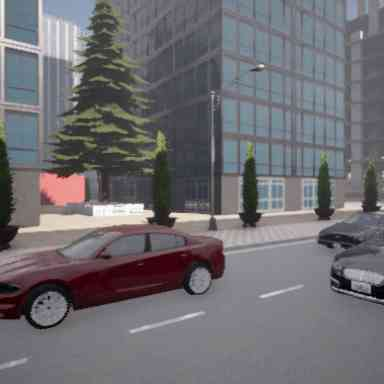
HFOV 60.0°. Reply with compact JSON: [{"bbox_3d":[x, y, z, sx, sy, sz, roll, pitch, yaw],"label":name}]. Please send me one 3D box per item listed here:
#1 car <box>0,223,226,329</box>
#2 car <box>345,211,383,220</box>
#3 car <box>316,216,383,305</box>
[{"bbox_3d":[-1.537,1.468,7.112,5.008,1.535,1.882,0,0,-35],"label":"car"},{"bbox_3d":[7.320,1.502,13.387,5.357,1.411,2.033,0,0,-35],"label":"car"},{"bbox_3d":[5.083,1.464,7.495,4.902,1.511,2.128,0,0,-35],"label":"car"}]
